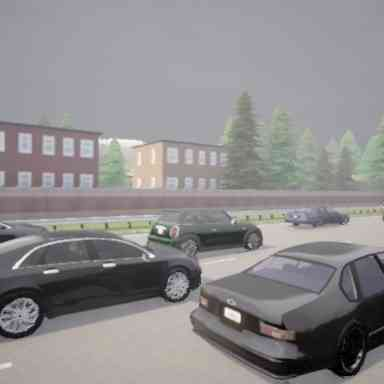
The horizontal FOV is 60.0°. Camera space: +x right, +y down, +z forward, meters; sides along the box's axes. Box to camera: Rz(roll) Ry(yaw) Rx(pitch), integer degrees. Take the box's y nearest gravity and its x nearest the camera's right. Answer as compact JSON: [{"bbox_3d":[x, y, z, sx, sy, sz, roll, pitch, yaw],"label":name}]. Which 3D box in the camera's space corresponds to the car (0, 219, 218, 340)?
[{"bbox_3d":[-2.013,1.516,6.608,4.892,1.490,1.837,0,0,-35],"label":"car"}]

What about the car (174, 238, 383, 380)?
[{"bbox_3d":[2.543,1.573,5.561,5.357,1.411,2.033,0,0,-35],"label":"car"}]

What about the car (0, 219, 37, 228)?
[{"bbox_3d":[-7.412,1.495,11.359,4.902,1.511,2.128,0,0,-36],"label":"car"}]

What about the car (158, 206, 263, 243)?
[{"bbox_3d":[0.638,1.391,12.801,4.553,1.767,2.097,0,0,-36],"label":"car"}]

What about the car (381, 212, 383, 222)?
[{"bbox_3d":[15.074,1.618,23.101,4.902,1.511,2.128,0,0,-36],"label":"car"}]

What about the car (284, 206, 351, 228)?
[{"bbox_3d":[8.674,1.648,22.832,5.357,1.411,2.033,0,0,-35],"label":"car"}]
